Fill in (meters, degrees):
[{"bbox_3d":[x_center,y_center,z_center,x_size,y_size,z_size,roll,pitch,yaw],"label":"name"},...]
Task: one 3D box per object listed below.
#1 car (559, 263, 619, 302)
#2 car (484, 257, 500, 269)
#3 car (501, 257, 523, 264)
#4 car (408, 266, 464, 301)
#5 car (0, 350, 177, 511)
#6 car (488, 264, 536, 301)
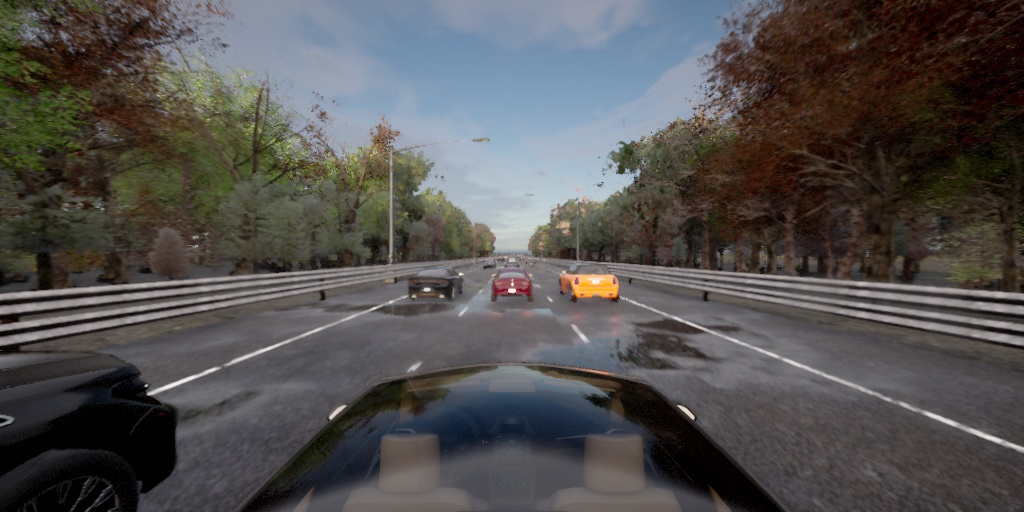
[{"bbox_3d":[3.504,1.104,17.118,2.097,1.767,4.553,0,0,0],"label":"car"},{"bbox_3d":[-3.486,1.286,58.282,2.033,1.411,5.357,0,0,0],"label":"car"},{"bbox_3d":[0.012,1.237,46.293,2.128,1.511,4.902,0,0,0],"label":"car"},{"bbox_3d":[-3.496,1.230,17.242,1.882,1.535,5.008,0,0,0],"label":"car"},{"bbox_3d":[-3.500,0.972,0.172,2.150,2.045,5.566,0,0,0],"label":"car"},{"bbox_3d":[0.005,1.278,17.219,1.812,1.442,4.674,0,0,0],"label":"car"}]
